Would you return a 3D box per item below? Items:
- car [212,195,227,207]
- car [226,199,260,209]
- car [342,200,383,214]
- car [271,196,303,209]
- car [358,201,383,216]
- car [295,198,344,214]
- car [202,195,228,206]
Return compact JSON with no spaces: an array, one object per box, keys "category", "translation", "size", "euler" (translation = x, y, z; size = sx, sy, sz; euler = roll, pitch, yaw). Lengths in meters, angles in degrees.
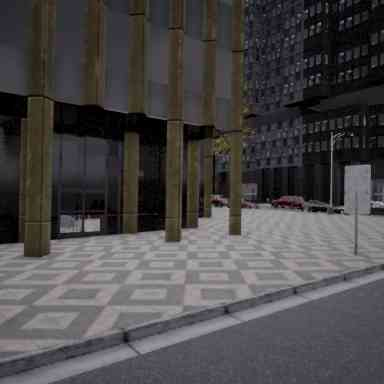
[{"category":"car","translation":[3.623,1.310,47.323],"size":[2.192,1.841,5.009],"euler":[1,-1,-35]},{"category":"car","translation":[6.808,1.570,42.823],"size":[1.802,1.307,4.206],"euler":[1,-1,-35]},{"category":"car","translation":[20.135,1.707,38.766],"size":[2.008,1.369,4.403],"euler":[1,-1,-35]},{"category":"car","translation":[13.761,1.486,47.763],"size":[2.192,1.841,5.009],"euler":[1,-1,-35]},{"category":"car","translation":[16.376,1.517,29.332],"size":[2.008,1.369,4.403],"euler":[1,-1,-35]},{"category":"car","translation":[13.187,1.539,33.829],"size":[1.947,1.339,4.313],"euler":[1,-1,-35]},{"category":"car","translation":[4.194,1.510,61.253],"size":[2.192,1.841,5.009],"euler":[1,-1,-35]}]
